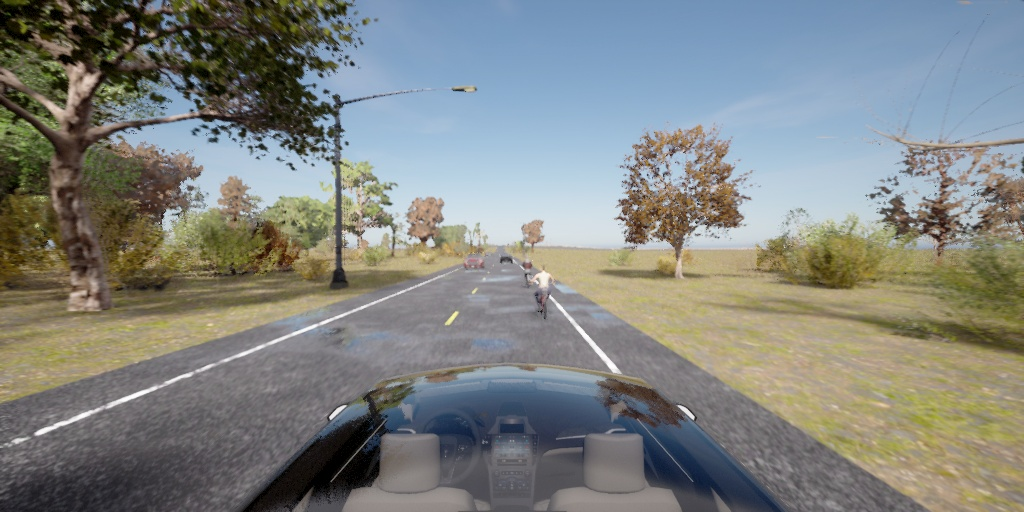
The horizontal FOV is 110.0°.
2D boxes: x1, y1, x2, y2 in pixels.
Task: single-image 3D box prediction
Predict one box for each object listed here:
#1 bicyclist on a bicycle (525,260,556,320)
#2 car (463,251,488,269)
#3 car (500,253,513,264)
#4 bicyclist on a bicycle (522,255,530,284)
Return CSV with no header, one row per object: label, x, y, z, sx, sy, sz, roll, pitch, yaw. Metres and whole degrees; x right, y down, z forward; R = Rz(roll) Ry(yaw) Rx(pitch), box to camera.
bicyclist on a bicycle,0.943,1.038,10.893,0.866,1.612,1.509,0,1,-1
car,-4.121,0.491,39.589,2.097,1.767,4.553,0,1,-1
car,-0.890,0.354,55.604,1.882,1.535,5.008,0,1,-1
bicyclist on a bicycle,0.833,0.834,19.467,0.659,1.776,1.843,0,1,-1
